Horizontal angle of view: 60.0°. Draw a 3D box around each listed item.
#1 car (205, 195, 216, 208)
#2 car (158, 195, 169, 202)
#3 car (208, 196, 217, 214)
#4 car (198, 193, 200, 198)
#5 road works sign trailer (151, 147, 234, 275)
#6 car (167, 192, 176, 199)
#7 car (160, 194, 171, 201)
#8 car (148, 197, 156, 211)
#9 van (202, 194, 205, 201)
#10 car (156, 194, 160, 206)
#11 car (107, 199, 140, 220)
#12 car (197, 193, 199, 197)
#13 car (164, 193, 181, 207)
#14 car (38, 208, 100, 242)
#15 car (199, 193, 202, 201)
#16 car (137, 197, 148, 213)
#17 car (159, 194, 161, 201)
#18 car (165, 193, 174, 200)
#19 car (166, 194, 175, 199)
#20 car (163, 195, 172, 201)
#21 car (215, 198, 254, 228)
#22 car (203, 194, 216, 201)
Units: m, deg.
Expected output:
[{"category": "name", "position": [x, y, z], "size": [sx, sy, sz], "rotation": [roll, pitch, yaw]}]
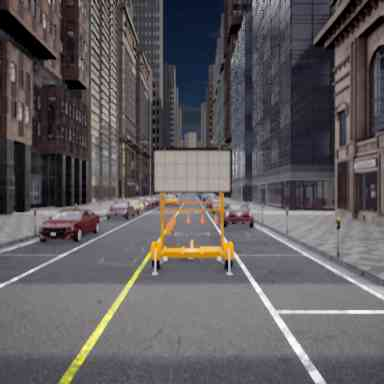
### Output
[{"category": "car", "position": [2.799, 1.410, 38.426], "size": [1.887, 1.381, 4.507], "rotation": [0, 0, 0]}, {"category": "car", "position": [-5.702, 1.351, 66.434], "size": [1.802, 1.307, 4.206], "rotation": [0, 0, 0]}, {"category": "car", "position": [2.794, 1.409, 32.993], "size": [1.752, 1.417, 4.829], "rotation": [0, 0, 0]}, {"category": "car", "position": [2.824, 1.209, 66.436], "size": [1.967, 1.590, 4.097], "rotation": [0, 0, 0]}, {"category": "road works sign trailer", "position": [0.009, 0.427, 10.298], "size": [2.380, 3.560, 2.880], "rotation": [0, 0, 0]}, {"category": "car", "position": [-5.677, 0.989, 94.441], "size": [2.192, 1.841, 5.009], "rotation": [0, 0, 0]}, {"category": "car", "position": [-5.697, 1.190, 72.035], "size": [1.967, 1.590, 4.097], "rotation": [0, 0, 0]}, {"category": "car", "position": [-5.726, 1.305, 38.424], "size": [1.967, 1.590, 4.097], "rotation": [0, 0, 0]}, {"category": "van", "position": [2.809, 1.167, 49.629], "size": [1.690, 1.788, 3.998], "rotation": [0, 0, 0]}, {"category": "car", "position": [-5.722, 1.390, 44.026], "size": [1.887, 1.381, 4.507], "rotation": [0, 0, 0]}, {"category": "car", "position": [-5.736, 1.486, 27.221], "size": [1.802, 1.307, 4.206], "rotation": [0, 0, 0]}, {"category": "car", "position": [2.838, 1.256, 83.242], "size": [1.887, 1.381, 4.507], "rotation": [0, 0, 0]}, {"category": "car", "position": [-3.010, 1.308, 48.481], "size": [1.882, 1.535, 5.008], "rotation": [0, 0, 0]}, {"category": "car", "position": [-5.746, 1.487, 16.018], "size": [1.887, 1.381, 4.507], "rotation": [0, 0, 0]}, {"category": "car", "position": [2.818, 1.333, 60.835], "size": [1.887, 1.381, 4.507], "rotation": [0, 0, 0]}, {"category": "car", "position": [-5.731, 1.410, 32.653], "size": [1.752, 1.417, 4.829], "rotation": [0, 0, 0]}, {"category": "car", "position": [-5.717, 1.371, 49.629], "size": [1.887, 1.381, 4.507], "rotation": [0, 0, 0]}, {"category": "car", "position": [-5.687, 1.152, 83.238], "size": [1.967, 1.590, 4.097], "rotation": [0, 0, 0]}, {"category": "car", "position": [-5.683, 1.259, 88.840], "size": [1.947, 1.339, 4.313], "rotation": [0, 0, 0]}, {"category": "car", "position": [-5.692, 1.297, 77.637], "size": [1.947, 1.339, 4.313], "rotation": [0, 0, 0]}, {"category": "car", "position": [2.785, 1.363, 21.618], "size": [1.967, 1.590, 4.097], "rotation": [0, 0, 0]}, {"category": "car", "position": [2.804, 1.390, 44.028], "size": [1.887, 1.381, 4.507], "rotation": [0, 0, 0]}]
